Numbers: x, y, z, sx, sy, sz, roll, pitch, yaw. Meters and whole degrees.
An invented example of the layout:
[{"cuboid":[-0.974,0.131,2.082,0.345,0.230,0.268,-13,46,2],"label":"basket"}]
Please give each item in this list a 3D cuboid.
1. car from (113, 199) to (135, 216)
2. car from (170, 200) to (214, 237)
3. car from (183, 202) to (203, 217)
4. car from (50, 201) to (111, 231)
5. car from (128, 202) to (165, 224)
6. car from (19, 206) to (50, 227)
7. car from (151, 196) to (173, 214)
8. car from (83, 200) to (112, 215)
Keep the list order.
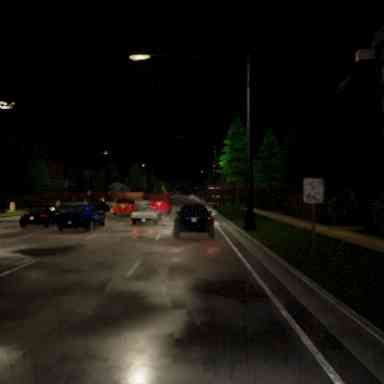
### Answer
[{"cuboid":[-6.925,1.520,35.477,2.097,1.767,4.553,0,0,0],"label":"car"},{"cuboid":[0.098,1.441,18.724,2.097,1.767,4.553,0,0,0],"label":"car"},{"cuboid":[0.096,1.768,35.056,1.895,1.301,4.718,0,0,0],"label":"car"},{"cuboid":[-6.918,1.579,21.330,1.882,1.535,5.008,0,0,0],"label":"car"},{"cuboid":[-3.403,1.723,25.698,1.895,1.301,4.718,0,0,0],"label":"car"},{"cuboid":[-10.405,1.675,23.633,1.994,1.385,4.181,0,0,0],"label":"car"},{"cuboid":[-3.409,1.402,37.287,2.150,2.045,5.566,0,0,0],"label":"car"},{"cuboid":[-10.404,1.700,36.923,1.812,1.442,4.674,0,0,0],"label":"car"}]
